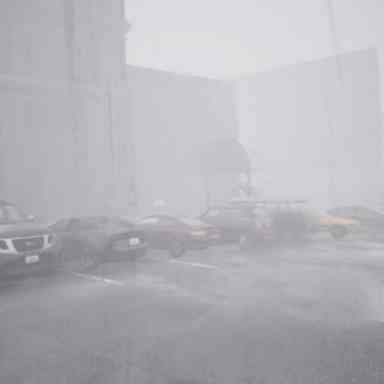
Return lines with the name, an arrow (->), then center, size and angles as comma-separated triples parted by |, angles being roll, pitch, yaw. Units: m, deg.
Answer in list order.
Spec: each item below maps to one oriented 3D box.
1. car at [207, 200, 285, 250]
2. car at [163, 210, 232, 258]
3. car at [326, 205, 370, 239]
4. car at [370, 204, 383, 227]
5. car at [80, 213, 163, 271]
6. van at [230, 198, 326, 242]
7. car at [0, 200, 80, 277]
car -> 1.319, 1.373, 14.491 | 4.553, 1.767, 2.185 | -1, -1, 34
car -> -1.134, 1.532, 12.763 | 4.674, 1.452, 2.002 | -1, -1, 35
car -> 6.312, 1.528, 17.904 | 5.366, 1.575, 1.946 | -1, -1, 34
car -> 11.037, 1.620, 21.492 | 4.792, 1.488, 2.163 | -1, -2, 34
car -> -3.597, 1.521, 11.040 | 4.792, 1.488, 2.163 | -1, -1, 35
van -> 3.826, 1.284, 16.198 | 4.442, 1.987, 1.878 | -1, -1, 34
car -> -5.981, 1.245, 9.280 | 5.566, 2.045, 2.435 | -1, -1, 35
